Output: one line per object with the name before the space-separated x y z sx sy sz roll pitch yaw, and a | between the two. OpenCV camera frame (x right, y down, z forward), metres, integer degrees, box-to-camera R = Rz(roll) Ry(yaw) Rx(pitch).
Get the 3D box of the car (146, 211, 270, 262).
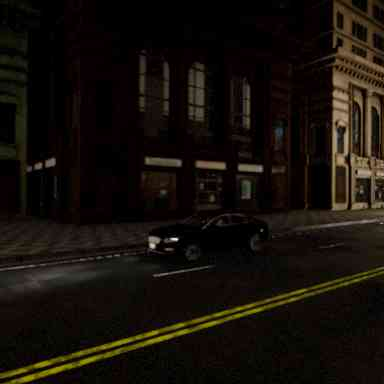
car | 0.717 1.467 12.170 4.902 1.511 2.128 0 0 -36
